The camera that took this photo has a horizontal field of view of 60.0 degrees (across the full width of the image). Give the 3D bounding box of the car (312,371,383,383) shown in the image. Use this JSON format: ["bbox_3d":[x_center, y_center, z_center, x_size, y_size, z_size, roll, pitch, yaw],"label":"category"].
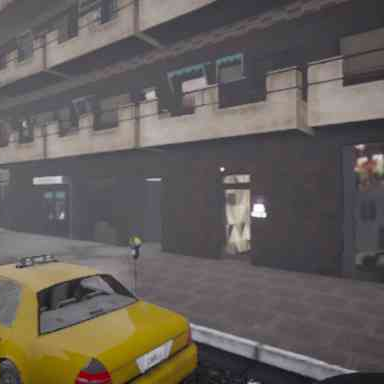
[{"bbox_3d":[2.441,1.557,1.146,4.403,1.369,2.008,0,-1,36],"label":"car"}]

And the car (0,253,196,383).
[{"bbox_3d":[-2.231,1.507,4.478,4.829,1.417,1.752,0,-1,36],"label":"car"}]
